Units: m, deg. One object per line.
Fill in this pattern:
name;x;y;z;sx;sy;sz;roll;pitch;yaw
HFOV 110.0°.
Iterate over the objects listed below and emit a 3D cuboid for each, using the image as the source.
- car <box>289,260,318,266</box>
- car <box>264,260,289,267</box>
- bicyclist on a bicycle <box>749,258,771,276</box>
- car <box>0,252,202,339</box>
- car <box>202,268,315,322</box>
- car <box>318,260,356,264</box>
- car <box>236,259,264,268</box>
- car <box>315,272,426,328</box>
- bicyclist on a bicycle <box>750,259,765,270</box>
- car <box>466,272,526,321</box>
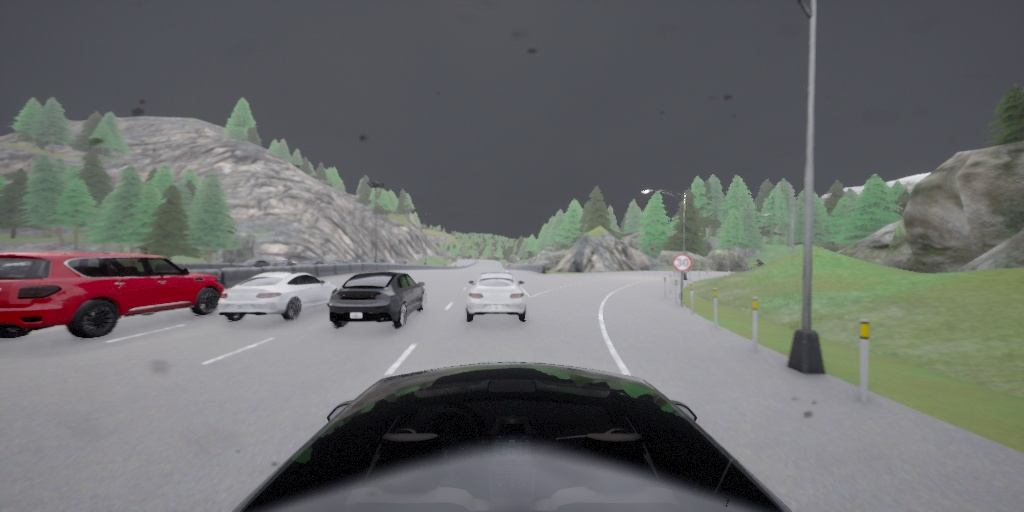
car;-26.973;1.241;48.026;2.128;1.511;4.902;0;-1;-2
car;-30.474;1.293;48.025;1.994;1.385;4.181;0;-1;-2
bicyclist on a bicycle;27.277;1.216;39.510;0.582;1.620;1.656;4;7;-29
car;-10.941;0.920;10.007;2.150;2.045;5.566;0;0;-3
car;-7.544;1.242;12.087;1.812;1.442;4.674;0;0;-3
car;-23.484;1.266;48.316;2.128;1.511;4.902;0;-1;-2
car;-33.941;1.198;47.246;1.837;1.490;4.892;0;-1;-2
car;-3.997;1.234;11.352;1.837;1.490;4.892;0;0;-3
bicyclist on a bicycle;27.003;1.239;39.348;0.582;1.620;1.656;-5;9;-28
car;-0.545;1.278;12.417;1.812;1.442;4.674;0;0;-3
